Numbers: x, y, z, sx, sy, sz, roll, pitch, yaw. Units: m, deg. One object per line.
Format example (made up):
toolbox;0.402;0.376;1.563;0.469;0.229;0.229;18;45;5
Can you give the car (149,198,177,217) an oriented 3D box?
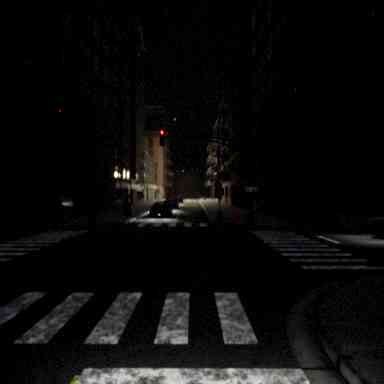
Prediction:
car;-2.763;1.523;30.783;2.033;1.411;5.357;0;0;0

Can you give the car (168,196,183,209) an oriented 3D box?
car;-2.714;1.453;43.938;2.128;1.511;4.902;0;0;1

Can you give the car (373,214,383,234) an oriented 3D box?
car;11.641;1.535;15.940;4.674;1.442;1.812;0;0;1

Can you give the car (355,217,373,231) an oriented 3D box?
car;11.683;1.544;18.442;4.829;1.417;1.752;0;0;0
